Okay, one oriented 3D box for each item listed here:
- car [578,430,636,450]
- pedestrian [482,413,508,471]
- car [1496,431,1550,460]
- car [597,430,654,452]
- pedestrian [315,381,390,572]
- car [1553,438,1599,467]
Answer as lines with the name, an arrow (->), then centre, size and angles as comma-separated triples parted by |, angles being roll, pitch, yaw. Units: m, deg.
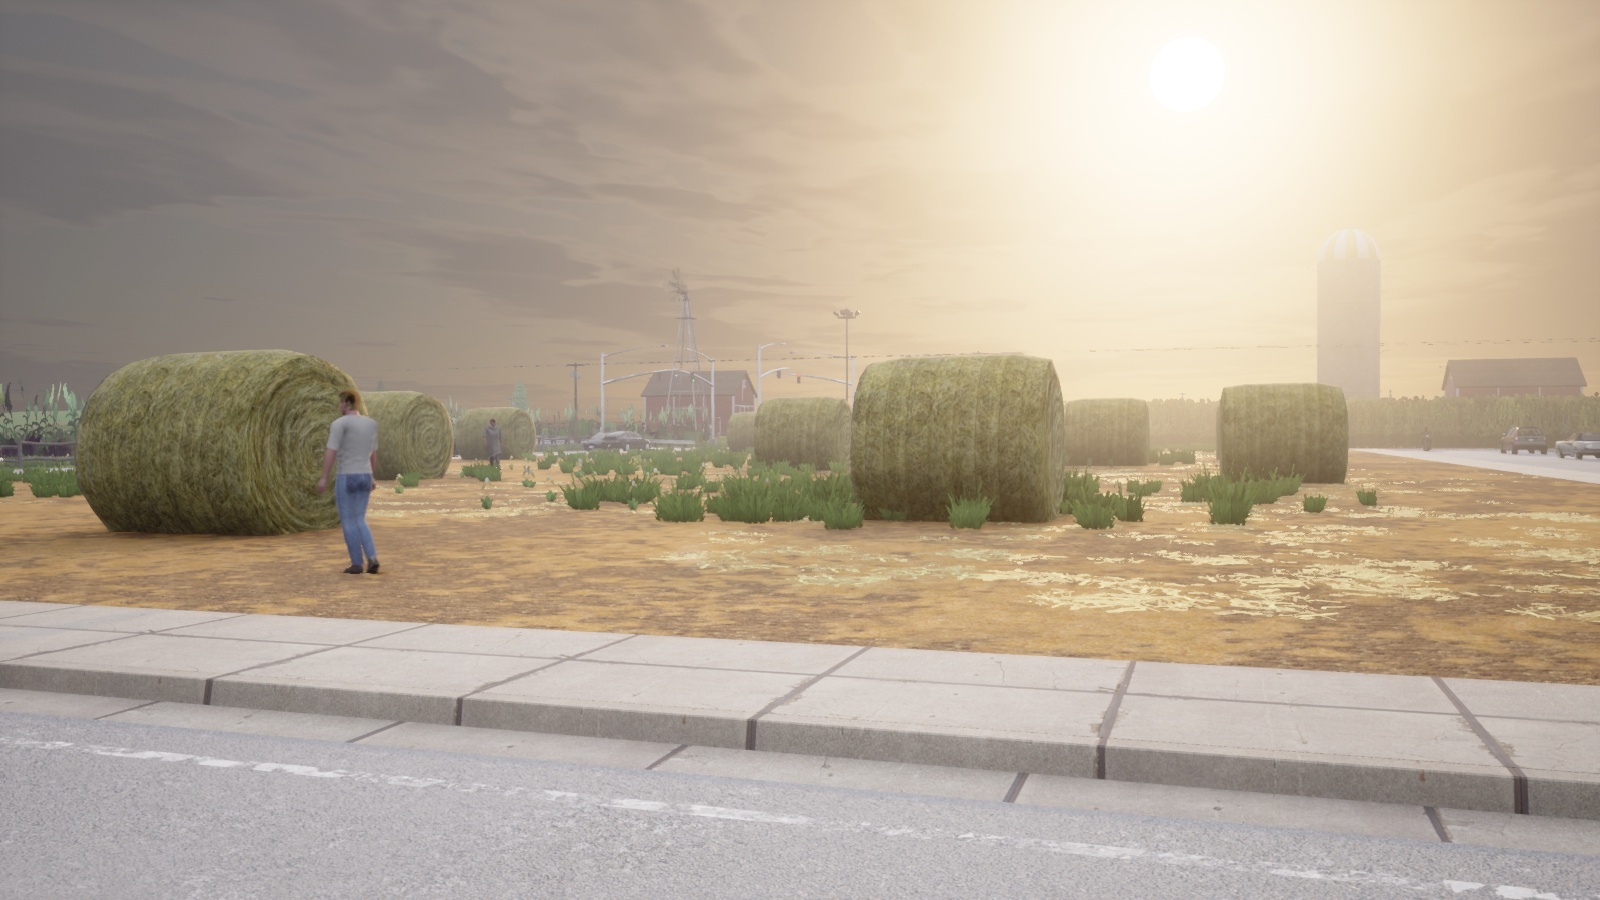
car -> -14.382, -0.765, 93.865 | 2.163, 1.488, 4.792 | 1, 1, 21
pedestrian -> -10.297, -0.272, 42.378 | 0.659, 1.952, 0.873 | 0, 1, -28
car -> 41.366, -0.299, 71.933 | 1.851, 1.617, 3.988 | 1, 1, 18
car -> -12.362, -0.680, 89.347 | 1.837, 1.490, 4.892 | 1, 1, 21
pedestrian -> -4.412, 0.247, 12.372 | 0.706, 1.836, 0.354 | 1, 1, 36
car -> 37.491, 0.085, 59.688 | 1.895, 1.301, 4.718 | 1, 1, 18
